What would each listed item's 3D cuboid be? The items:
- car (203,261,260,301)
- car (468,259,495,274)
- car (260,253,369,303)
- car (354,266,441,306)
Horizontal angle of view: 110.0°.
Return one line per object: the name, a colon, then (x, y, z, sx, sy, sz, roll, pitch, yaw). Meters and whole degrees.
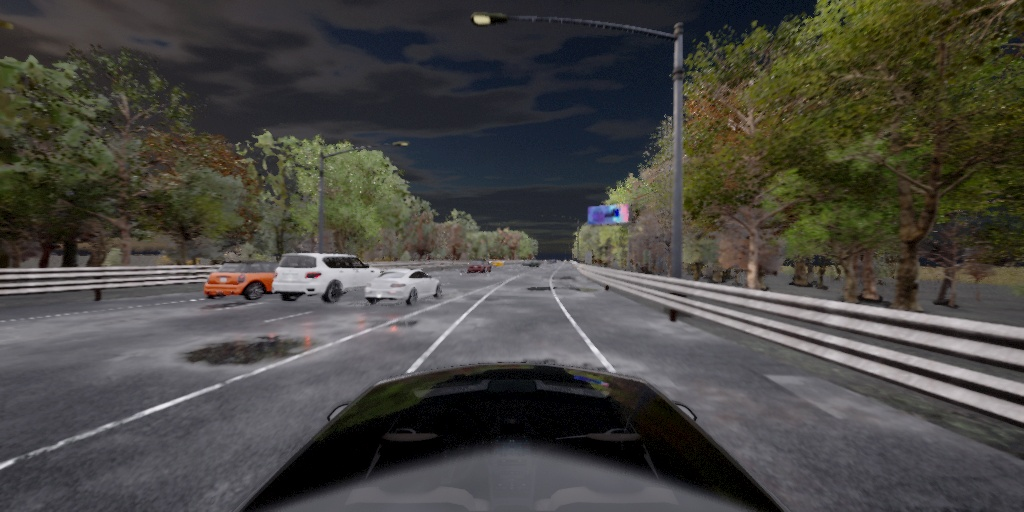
car: (-11.530, 1.015, 16.817, 2.097, 1.767, 4.553, 1, 0, 9)
car: (-3.859, 1.251, 43.591, 2.097, 1.767, 4.553, 1, 0, 9)
car: (-8.063, 0.919, 16.329, 2.150, 2.045, 5.566, 1, 0, 9)
car: (-4.618, 1.263, 15.692, 1.812, 1.442, 4.674, 1, 0, 9)
